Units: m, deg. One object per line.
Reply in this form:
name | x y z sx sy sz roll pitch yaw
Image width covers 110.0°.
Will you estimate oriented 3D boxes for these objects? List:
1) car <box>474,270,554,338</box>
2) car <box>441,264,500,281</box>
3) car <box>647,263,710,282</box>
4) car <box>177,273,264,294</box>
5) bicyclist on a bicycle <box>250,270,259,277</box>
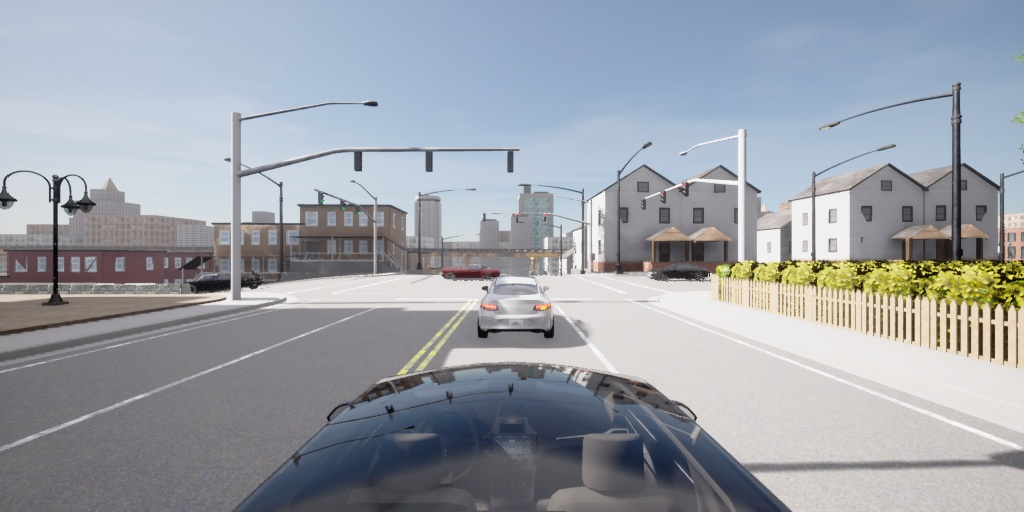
car | 0.103 1.276 10.034 1.812 1.442 4.674 0 0 0
car | -3.257 1.289 28.617 4.718 1.301 1.895 0 0 -1
car | 13.321 1.276 28.799 4.674 1.442 1.812 0 0 0
car | -19.972 1.845 24.729 4.718 1.301 1.895 -4 0 -1
bicyclist on a bicycle | -25.562 2.214 35.616 0.582 1.620 1.656 -8 0 0
